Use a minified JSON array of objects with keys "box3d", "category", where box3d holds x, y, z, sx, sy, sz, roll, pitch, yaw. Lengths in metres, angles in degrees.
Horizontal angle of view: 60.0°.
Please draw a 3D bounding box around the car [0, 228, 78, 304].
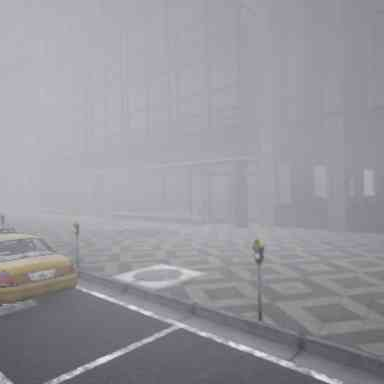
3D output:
[{"box3d":[-4.464,1.528,7.819,4.829,1.417,1.752,0,1,44],"category":"car"}]
